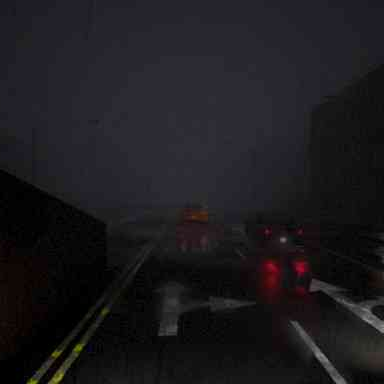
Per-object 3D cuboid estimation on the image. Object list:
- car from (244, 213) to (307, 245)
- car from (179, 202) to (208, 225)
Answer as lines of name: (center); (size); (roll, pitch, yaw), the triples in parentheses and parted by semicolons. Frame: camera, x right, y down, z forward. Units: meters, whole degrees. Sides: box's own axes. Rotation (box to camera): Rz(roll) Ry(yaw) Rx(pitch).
car: (3.601, 1.603, 15.342); (1.895, 1.301, 4.718); (0, 0, 0)
car: (0.103, 1.480, 24.233); (1.882, 1.535, 5.008); (0, 0, 0)
